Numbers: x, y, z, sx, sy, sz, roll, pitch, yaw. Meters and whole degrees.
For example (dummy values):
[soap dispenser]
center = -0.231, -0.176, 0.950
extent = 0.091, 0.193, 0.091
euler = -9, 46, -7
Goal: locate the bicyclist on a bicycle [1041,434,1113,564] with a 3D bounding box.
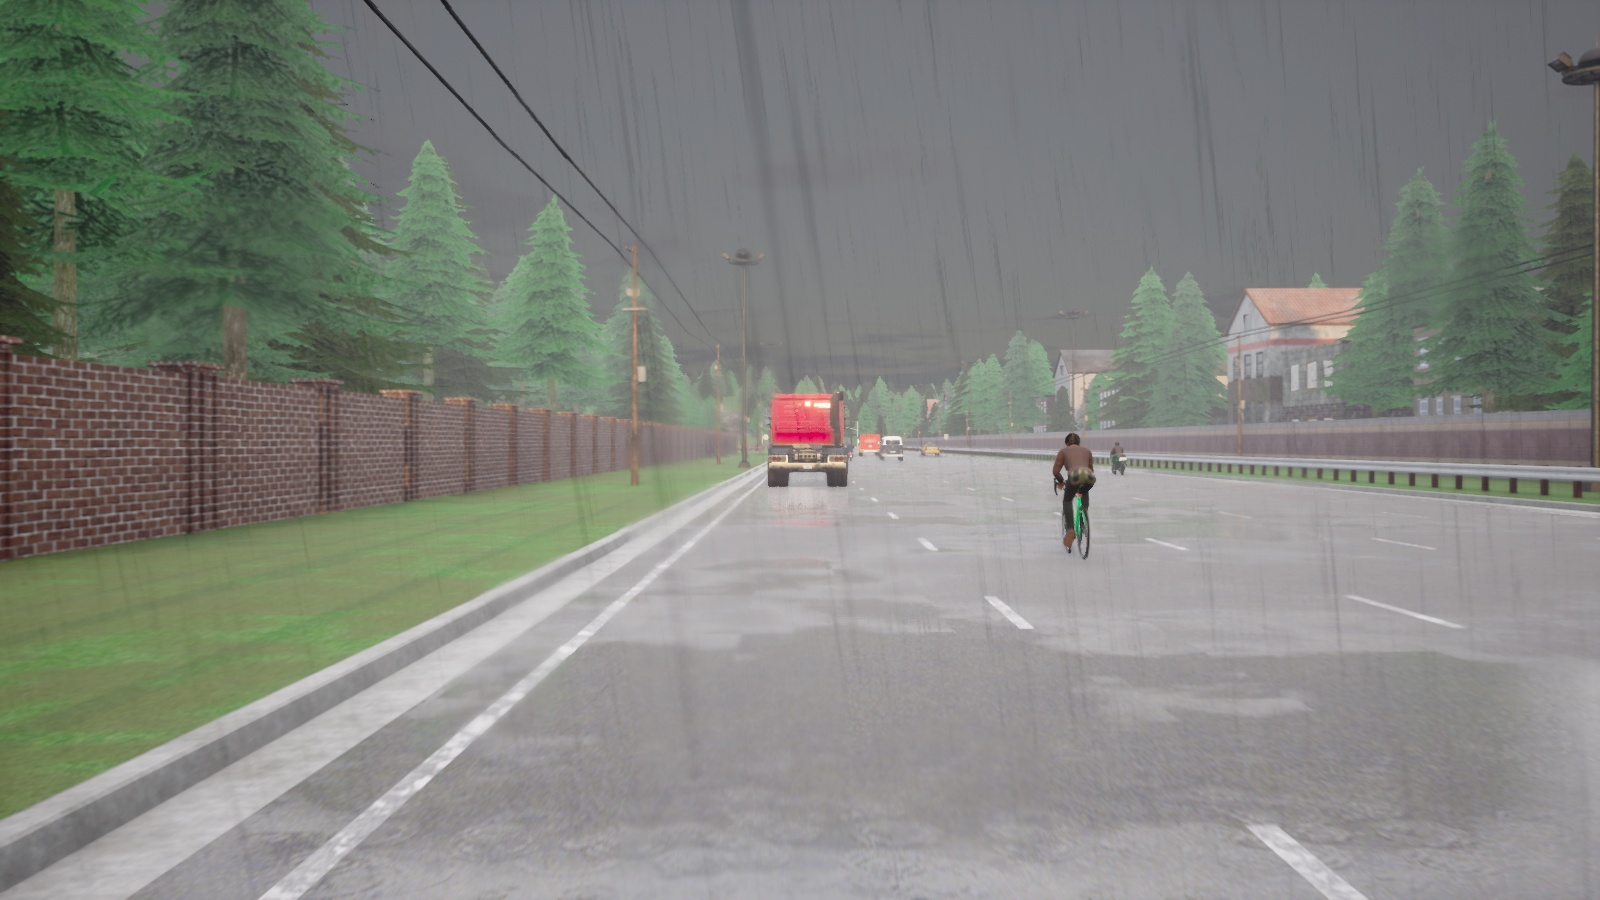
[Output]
[bicyclist on a bicycle]
center = 3.609, 0.609, 16.473
extent = 0.582, 1.620, 1.656
euler = 0, 0, 0

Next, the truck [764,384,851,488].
[truck]
center = 0.278, -0.494, 45.932
extent = 2.891, 3.462, 7.936
euler = 0, 0, 0

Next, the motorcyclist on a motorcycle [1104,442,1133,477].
[motorcyclist on a motorcycle]
center = 14.339, 0.421, 56.668
extent = 0.797, 1.523, 2.044
euler = 0, 0, 0
